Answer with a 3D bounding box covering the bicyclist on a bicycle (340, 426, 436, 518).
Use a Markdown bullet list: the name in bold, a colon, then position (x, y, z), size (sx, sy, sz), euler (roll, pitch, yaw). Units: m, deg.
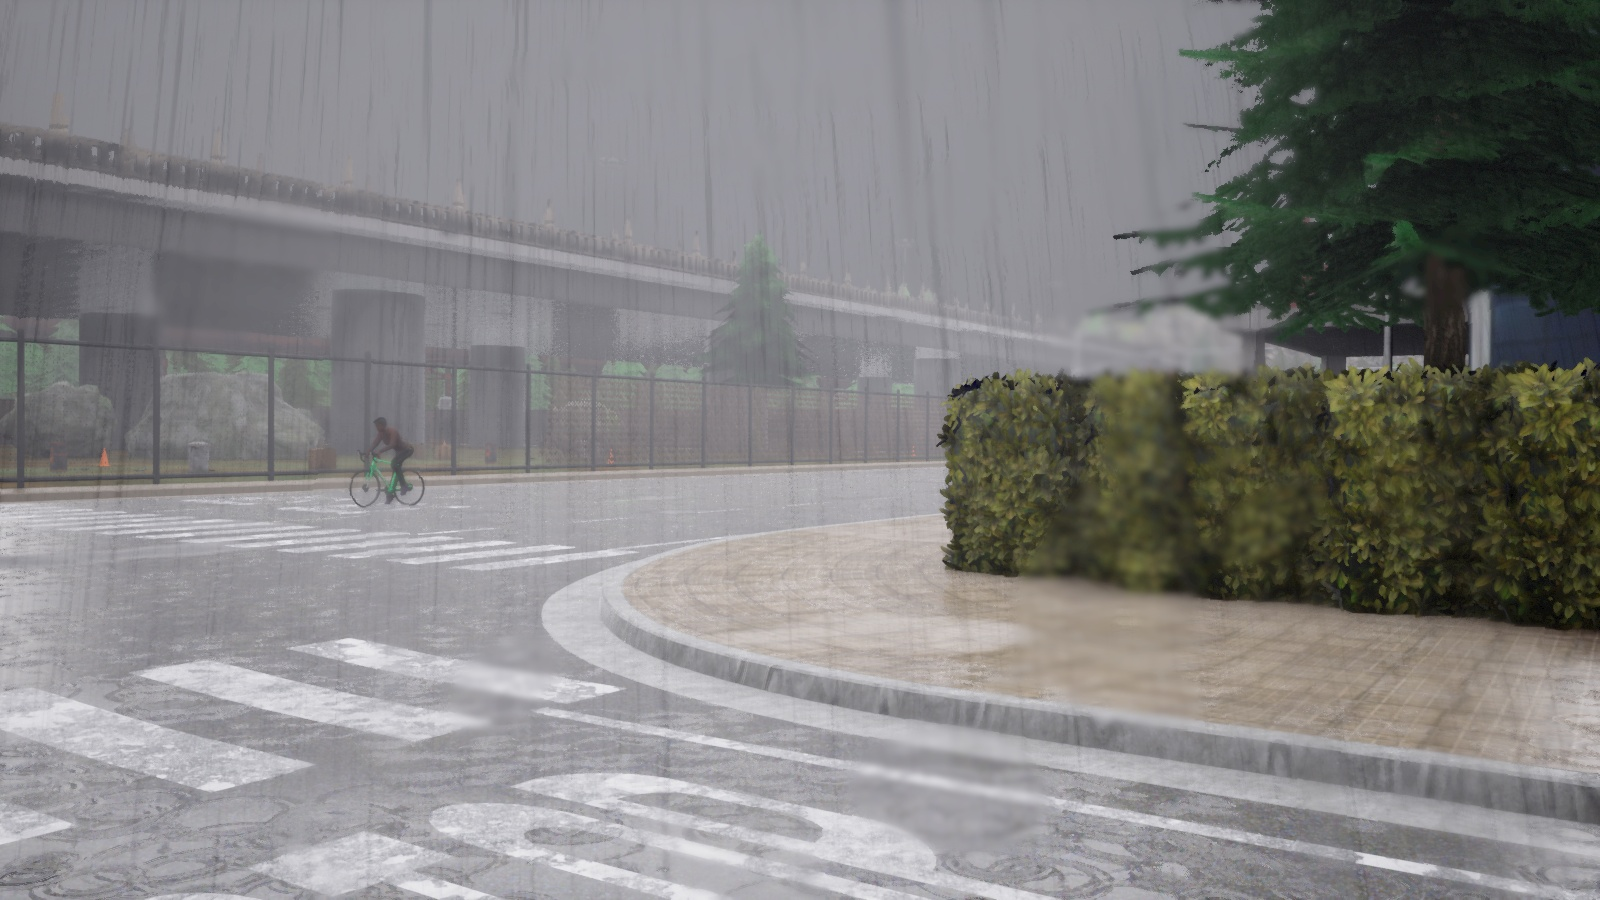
- **bicyclist on a bicycle**: position (-7.517, 0.383, 22.969), size (0.582, 1.620, 1.656), euler (0, 1, 33)
